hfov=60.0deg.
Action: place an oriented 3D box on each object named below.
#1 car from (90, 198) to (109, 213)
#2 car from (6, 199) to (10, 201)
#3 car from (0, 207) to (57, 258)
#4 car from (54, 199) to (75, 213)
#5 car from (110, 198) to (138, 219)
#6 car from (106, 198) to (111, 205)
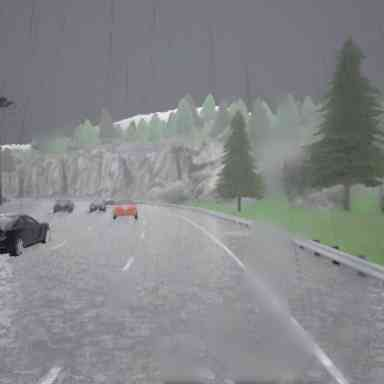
[{"bbox_3d":[-11.693,1.809,41.280,1.895,1.301,4.718,-1,0,-16],"label":"car"},{"bbox_3d":[-44.833,1.906,79.594,2.033,1.411,5.357,-1,0,-34],"label":"car"},{"bbox_3d":[-7.293,1.600,13.323,1.882,1.535,5.008,0,0,-5],"label":"car"},{"bbox_3d":[-15.652,1.622,40.823,2.097,1.767,4.553,-1,0,-16],"label":"car"},{"bbox_3d":[-6.144,1.466,30.708,2.097,1.767,4.553,-1,0,-11],"label":"car"},{"bbox_3d":[-15.346,1.803,61.446,1.812,1.442,4.674,-1,0,-23],"label":"car"}]
